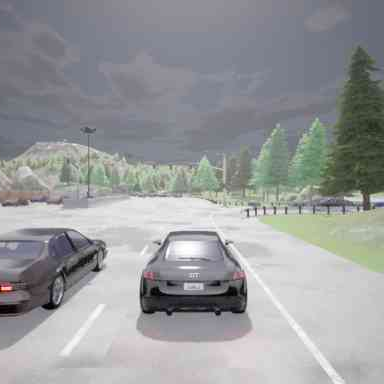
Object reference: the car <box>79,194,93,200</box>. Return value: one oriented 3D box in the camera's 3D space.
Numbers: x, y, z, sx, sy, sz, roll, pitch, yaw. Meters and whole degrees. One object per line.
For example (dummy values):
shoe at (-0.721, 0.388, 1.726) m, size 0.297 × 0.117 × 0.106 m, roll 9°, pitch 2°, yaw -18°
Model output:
car at (-25.334, 1.241, 79.800) m, size 1.812 × 1.442 × 4.674 m, roll 0°, pitch 0°, yaw -1°

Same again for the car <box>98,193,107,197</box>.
car at (-21.822, 1.075, 79.171) m, size 2.097 × 1.767 × 4.553 m, roll 0°, pitch 0°, yaw -1°

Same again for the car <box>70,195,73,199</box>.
car at (-25.149, 1.333, 63.542) m, size 2.033 × 1.411 × 5.357 m, roll 0°, pitch 0°, yaw 0°

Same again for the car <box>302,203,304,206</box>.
car at (15.707, 1.454, 41.018) m, size 4.181 × 1.385 × 1.994 m, roll 0°, pitch 0°, yaw 7°

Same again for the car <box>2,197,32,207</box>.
car at (-25.057, 1.427, 47.110) m, size 1.994 × 1.385 × 4.181 m, roll 0°, pitch 0°, yaw -1°

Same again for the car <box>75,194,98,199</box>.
car at (-21.701, 1.307, 68.598) m, size 2.033 × 1.411 × 5.357 m, roll 0°, pitch 0°, yaw -1°

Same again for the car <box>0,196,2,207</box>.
car at (-28.542, 1.361, 45.707) m, size 2.128 × 1.511 × 4.902 m, roll 0°, pitch 0°, yaw -1°

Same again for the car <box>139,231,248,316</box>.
car at (0.026, 1.563, 7.606) m, size 1.994 × 1.385 × 4.181 m, roll 0°, pitch 0°, yaw 0°

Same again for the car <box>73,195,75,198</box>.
car at (-28.819, 1.316, 78.954) m, size 1.895 × 1.301 × 4.718 m, roll 0°, pitch 0°, yaw -1°

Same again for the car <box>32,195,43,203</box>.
car at (-28.637, 1.333, 62.762) m, size 2.033 × 1.411 × 5.357 m, roll 0°, pitch 0°, yaw -1°

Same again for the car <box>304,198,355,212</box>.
car at (15.635, 1.397, 37.498) m, size 4.902 × 1.511 × 2.128 m, roll 0°, pitch 0°, yaw 7°

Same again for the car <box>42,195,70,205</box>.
car at (-21.612, 1.361, 53.101) m, size 1.812 × 1.442 × 4.674 m, roll 0°, pitch 0°, yaw -1°

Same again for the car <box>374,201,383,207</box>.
car at (24.454, 1.374, 39.608) m, size 5.008 × 1.535 × 1.882 m, roll 0°, pitch 0°, yaw 12°

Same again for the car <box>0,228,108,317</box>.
car at (-3.474, 1.547, 7.754) m, size 2.033 × 1.411 × 5.357 m, roll 0°, pitch 0°, yaw 0°
